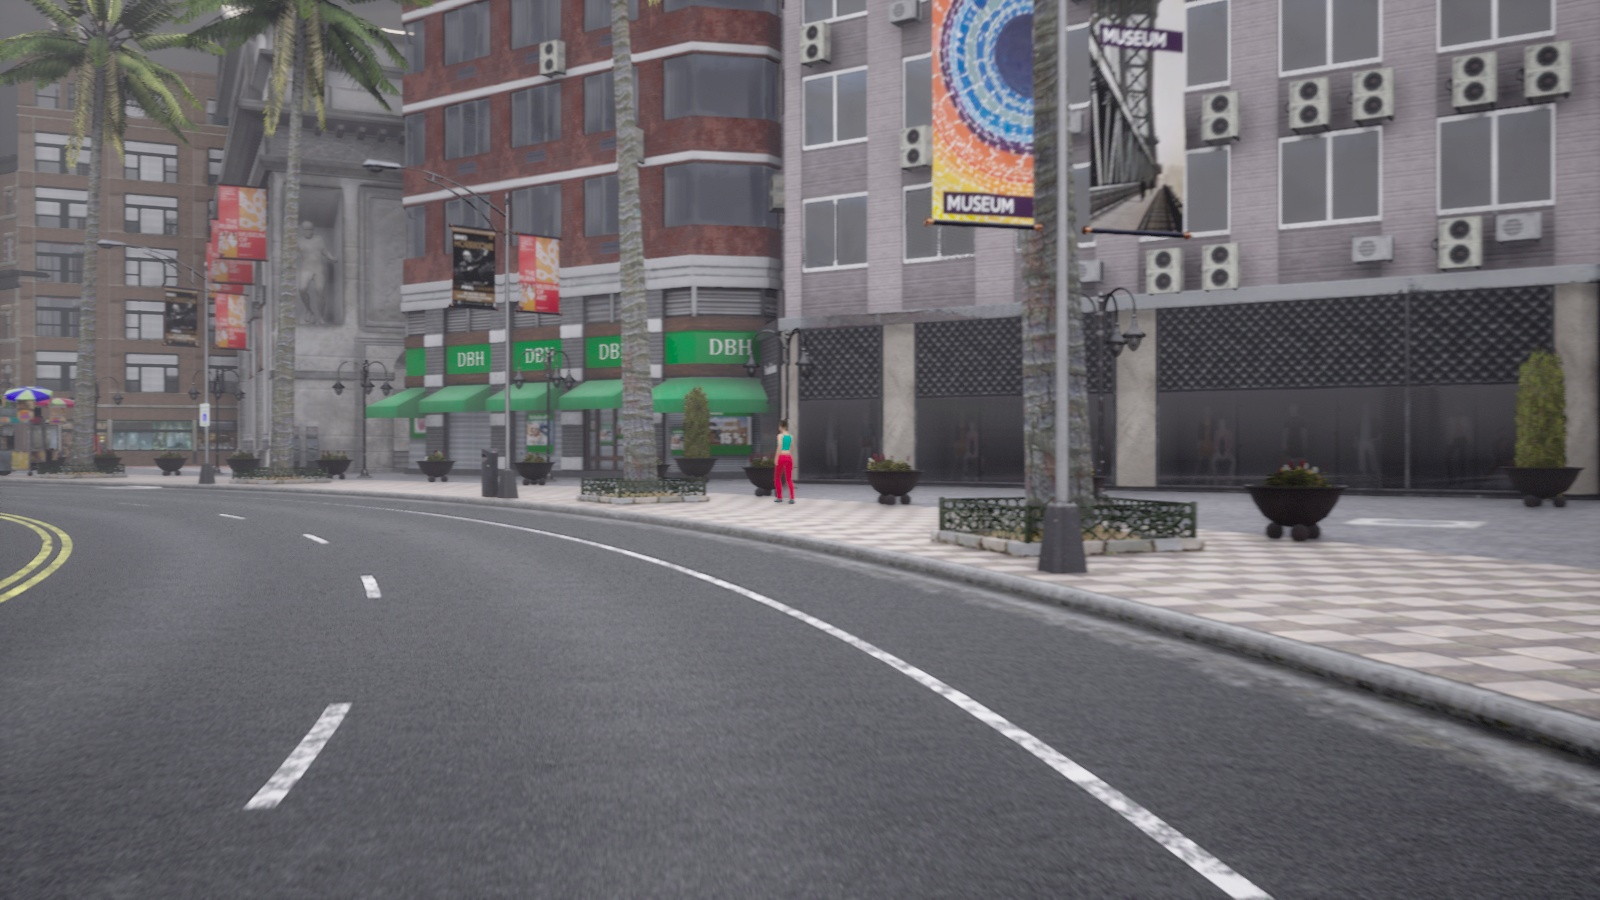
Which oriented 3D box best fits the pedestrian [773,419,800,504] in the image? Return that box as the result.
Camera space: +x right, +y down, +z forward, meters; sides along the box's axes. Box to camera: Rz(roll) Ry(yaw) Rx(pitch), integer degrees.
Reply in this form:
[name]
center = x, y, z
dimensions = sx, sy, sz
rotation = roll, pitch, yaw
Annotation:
[pedestrian]
center = -0.294, 0.249, 27.358
dimensions = 0.345, 1.836, 0.594
rotation = 0, 0, -32
